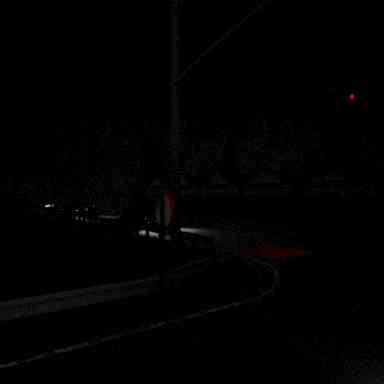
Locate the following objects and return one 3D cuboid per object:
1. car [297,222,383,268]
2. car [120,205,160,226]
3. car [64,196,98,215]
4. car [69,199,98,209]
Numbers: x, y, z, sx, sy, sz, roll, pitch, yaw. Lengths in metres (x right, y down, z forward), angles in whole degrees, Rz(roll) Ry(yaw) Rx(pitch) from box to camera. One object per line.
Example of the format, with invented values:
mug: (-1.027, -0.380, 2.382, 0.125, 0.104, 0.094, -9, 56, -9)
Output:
car: (5.795, 1.662, 10.379, 1.895, 1.301, 4.718, 0, 0, -35)
car: (-3.547, 1.697, 23.652, 1.837, 1.490, 4.892, 0, 0, -35)
car: (-12.215, 1.412, 35.961, 2.150, 2.045, 5.566, 0, 0, -35)
car: (-16.416, 1.829, 50.578, 1.895, 1.301, 4.718, 0, 0, 18)
